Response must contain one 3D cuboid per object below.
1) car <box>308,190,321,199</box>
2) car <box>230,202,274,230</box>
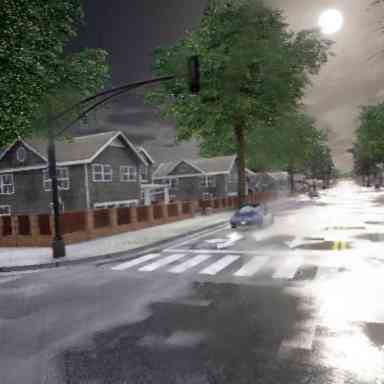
[{"bbox_3d":[21.706,0.447,58.957,2.033,1.411,5.357,-4,0,25],"label":"car"},{"bbox_3d":[3.765,1.368,20.328,1.812,1.442,4.674,-4,0,25],"label":"car"}]
